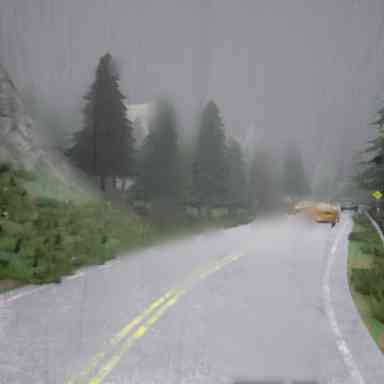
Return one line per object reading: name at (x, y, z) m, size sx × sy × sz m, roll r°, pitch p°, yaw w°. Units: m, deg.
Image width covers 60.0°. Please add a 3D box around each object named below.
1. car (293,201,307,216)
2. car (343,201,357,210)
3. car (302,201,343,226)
car at (12.435, 1.771, 36.425) m, size 1.882 × 1.535 × 5.008 m, roll -2°, pitch -1°, yaw 30°
car at (20.998, 1.848, 44.433) m, size 1.994 × 1.385 × 4.181 m, roll -1°, pitch -1°, yaw 29°
car at (9.728, 1.625, 24.632) m, size 1.882 × 1.535 × 5.008 m, roll -1°, pitch -1°, yaw 28°
